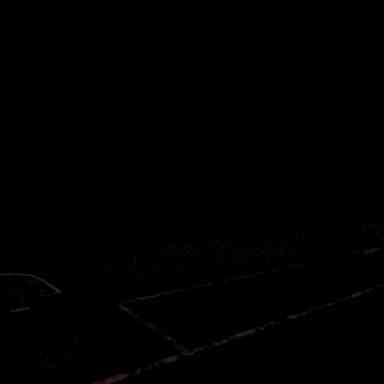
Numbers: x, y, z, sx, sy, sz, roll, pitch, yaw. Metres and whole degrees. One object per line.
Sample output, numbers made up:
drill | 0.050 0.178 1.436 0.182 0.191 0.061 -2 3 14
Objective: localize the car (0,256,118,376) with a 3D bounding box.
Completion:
car | -3.109 1.553 3.975 4.403 1.369 2.008 0 0 -35

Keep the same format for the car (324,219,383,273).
car | 5.892 1.518 10.364 4.206 1.307 1.802 0 0 -35
